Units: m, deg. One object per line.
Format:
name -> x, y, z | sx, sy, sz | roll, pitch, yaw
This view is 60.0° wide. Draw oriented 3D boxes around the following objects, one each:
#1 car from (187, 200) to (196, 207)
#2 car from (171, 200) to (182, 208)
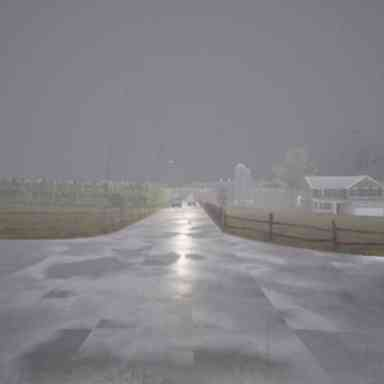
car -> -0.043, 2.276, 67.455 | 2.033, 1.411, 5.357 | 0, -1, 0
car -> -2.789, 2.212, 61.230 | 2.033, 1.411, 5.357 | 0, -1, 0
